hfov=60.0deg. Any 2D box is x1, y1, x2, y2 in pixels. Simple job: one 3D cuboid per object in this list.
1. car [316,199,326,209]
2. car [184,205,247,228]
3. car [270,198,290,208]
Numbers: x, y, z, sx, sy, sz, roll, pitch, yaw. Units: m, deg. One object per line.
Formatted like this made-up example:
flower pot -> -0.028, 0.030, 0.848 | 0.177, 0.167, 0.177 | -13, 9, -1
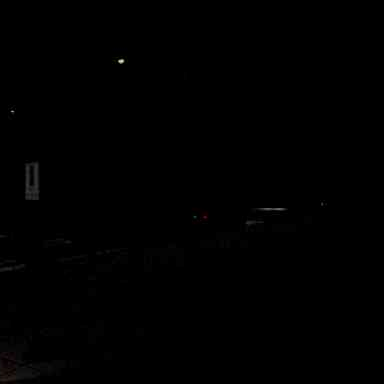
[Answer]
car -> 18.252, 1.586, 45.146 | 1.994, 1.385, 4.181 | -1, -1, 35
car -> 1.645, 1.522, 21.761 | 2.033, 1.411, 5.357 | -1, 0, 35
car -> 13.088, 1.614, 49.102 | 1.812, 1.442, 4.674 | -1, -1, 35
